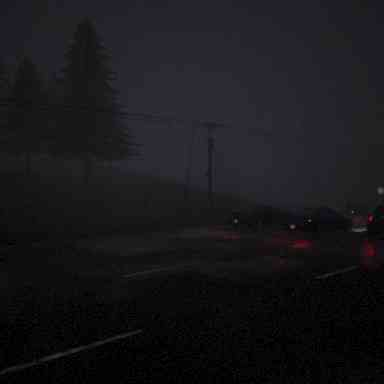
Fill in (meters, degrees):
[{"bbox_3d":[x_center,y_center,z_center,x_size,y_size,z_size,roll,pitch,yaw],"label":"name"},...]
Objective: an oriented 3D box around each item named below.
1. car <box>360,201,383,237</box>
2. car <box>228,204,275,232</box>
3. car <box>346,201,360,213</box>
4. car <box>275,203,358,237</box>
[{"bbox_3d":[10.649,1.301,16.549,4.553,1.767,2.097,0,0,-38],"label":"car"},{"bbox_3d":[4.424,1.510,20.637,5.008,1.535,1.882,0,0,-40],"label":"car"},{"bbox_3d":[16.256,1.551,33.025,1.895,1.301,4.718,-1,0,33],"label":"car"},{"bbox_3d":[6.827,1.522,18.013,4.674,1.442,1.812,0,0,-38],"label":"car"}]
